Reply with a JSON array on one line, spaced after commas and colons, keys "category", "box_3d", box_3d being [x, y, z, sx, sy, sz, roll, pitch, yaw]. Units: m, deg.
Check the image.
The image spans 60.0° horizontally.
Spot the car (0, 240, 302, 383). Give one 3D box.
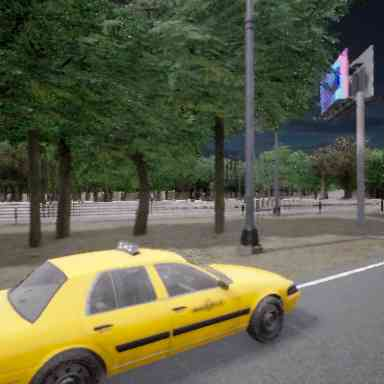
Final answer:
[{"category": "car", "box_3d": [-0.630, 1.463, 4.714, 5.366, 1.575, 1.801, 0, 0, -36]}]
